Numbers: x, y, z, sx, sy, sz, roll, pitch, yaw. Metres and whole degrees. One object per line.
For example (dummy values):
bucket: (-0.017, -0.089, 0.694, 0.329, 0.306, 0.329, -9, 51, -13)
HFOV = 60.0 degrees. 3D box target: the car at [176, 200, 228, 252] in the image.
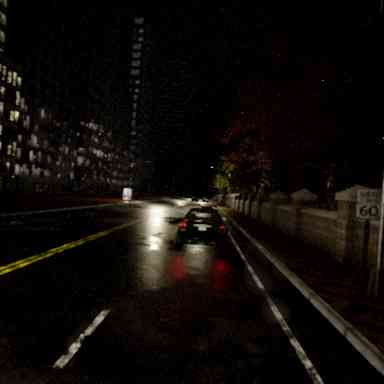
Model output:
car: (0.499, 1.500, 15.275, 2.097, 1.767, 4.553, 4, 0, 2)

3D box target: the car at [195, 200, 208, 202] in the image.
car: (1.473, 2.000, 39.211, 1.895, 1.301, 4.718, 4, 0, 2)
